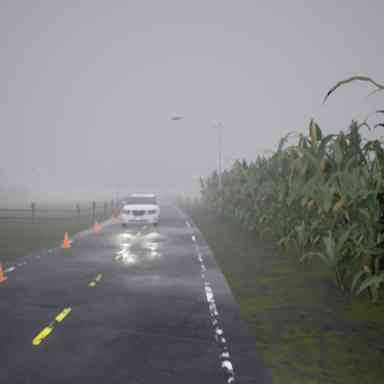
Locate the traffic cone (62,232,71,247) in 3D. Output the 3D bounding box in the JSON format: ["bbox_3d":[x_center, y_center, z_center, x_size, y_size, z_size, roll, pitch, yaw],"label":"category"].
[{"bbox_3d":[-5.050,1.908,13.356,0.340,0.580,0.340,0,0,-2],"label":"traffic cone"}]

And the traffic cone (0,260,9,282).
[{"bbox_3d":[-4.878,1.925,8.388,0.340,0.580,0.340,0,0,-2],"label":"traffic cone"}]

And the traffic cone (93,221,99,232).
[{"bbox_3d":[-5.278,1.891,18.323,0.340,0.580,0.340,0,0,-3],"label":"traffic cone"}]

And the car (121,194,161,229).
[{"bbox_3d":[-3.204,1.147,21.656,2.150,2.045,5.566,0,0,-3],"label":"car"}]
